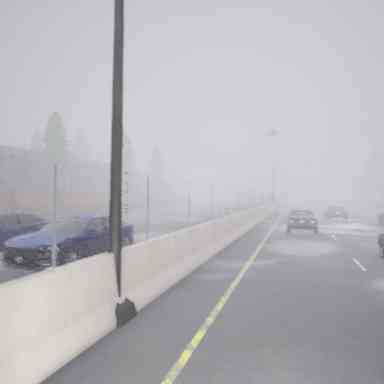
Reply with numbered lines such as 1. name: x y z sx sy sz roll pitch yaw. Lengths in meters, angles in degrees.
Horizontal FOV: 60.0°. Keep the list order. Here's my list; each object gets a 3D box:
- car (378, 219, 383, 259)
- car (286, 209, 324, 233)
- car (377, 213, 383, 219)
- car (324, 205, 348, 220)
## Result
1. car: 7.290 1.779 10.364 1.895 1.301 4.718 1 0 17
2. car: 7.106 1.787 21.620 2.033 1.411 5.357 1 0 17
3. car: 15.536 1.997 25.186 1.895 1.301 4.718 1 0 17
4. car: 14.458 1.991 33.552 1.994 1.385 4.181 1 0 17
